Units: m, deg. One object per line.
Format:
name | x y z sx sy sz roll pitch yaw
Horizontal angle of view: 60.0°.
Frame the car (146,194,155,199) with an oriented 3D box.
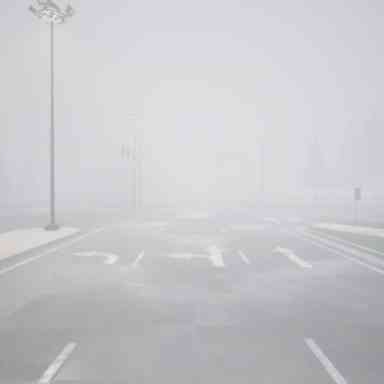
car | -11.385 1.169 90.696 1.895 1.301 4.718 0 0 1
